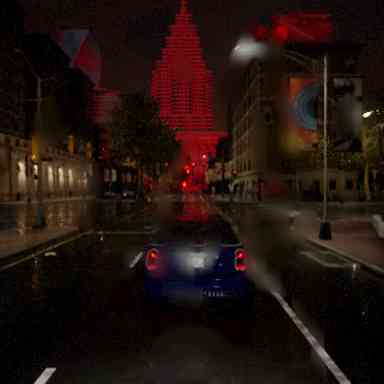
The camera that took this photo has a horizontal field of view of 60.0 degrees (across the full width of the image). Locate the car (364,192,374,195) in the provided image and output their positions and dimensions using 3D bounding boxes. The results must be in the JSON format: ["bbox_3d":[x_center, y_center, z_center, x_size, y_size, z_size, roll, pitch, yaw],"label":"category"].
[{"bbox_3d":[34.674,0.487,68.696,2.231,1.521,4.892,0,1,0],"label":"car"}]

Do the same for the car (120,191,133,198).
[{"bbox_3d":[-14.750,0.445,75.061,2.128,1.511,4.902,0,1,0],"label":"car"}]

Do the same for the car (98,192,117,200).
[{"bbox_3d":[-14.849,0.741,59.681,1.895,1.301,4.718,0,1,1],"label":"car"}]

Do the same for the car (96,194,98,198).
[{"bbox_3d":[-18.025,0.624,67.481,1.895,1.301,4.718,0,1,0],"label":"car"}]

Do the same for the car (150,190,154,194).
[{"bbox_3d":[-11.197,0.204,90.631,1.812,1.442,4.674,0,1,0],"label":"car"}]

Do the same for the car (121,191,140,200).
[{"bbox_3d":[-11.348,0.685,59.852,2.033,1.411,5.357,0,1,1],"label":"car"}]

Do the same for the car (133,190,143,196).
[{"bbox_3d":[-14.697,0.220,90.643,2.033,1.411,5.357,0,1,0],"label":"car"}]

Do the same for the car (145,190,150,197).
[{"bbox_3d":[-11.250,0.470,75.171,1.994,1.385,4.181,0,1,0],"label":"car"}]

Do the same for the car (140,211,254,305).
[{"bbox_3d":[0.100,1.235,7.975,2.097,1.767,4.553,0,1,0],"label":"car"}]
